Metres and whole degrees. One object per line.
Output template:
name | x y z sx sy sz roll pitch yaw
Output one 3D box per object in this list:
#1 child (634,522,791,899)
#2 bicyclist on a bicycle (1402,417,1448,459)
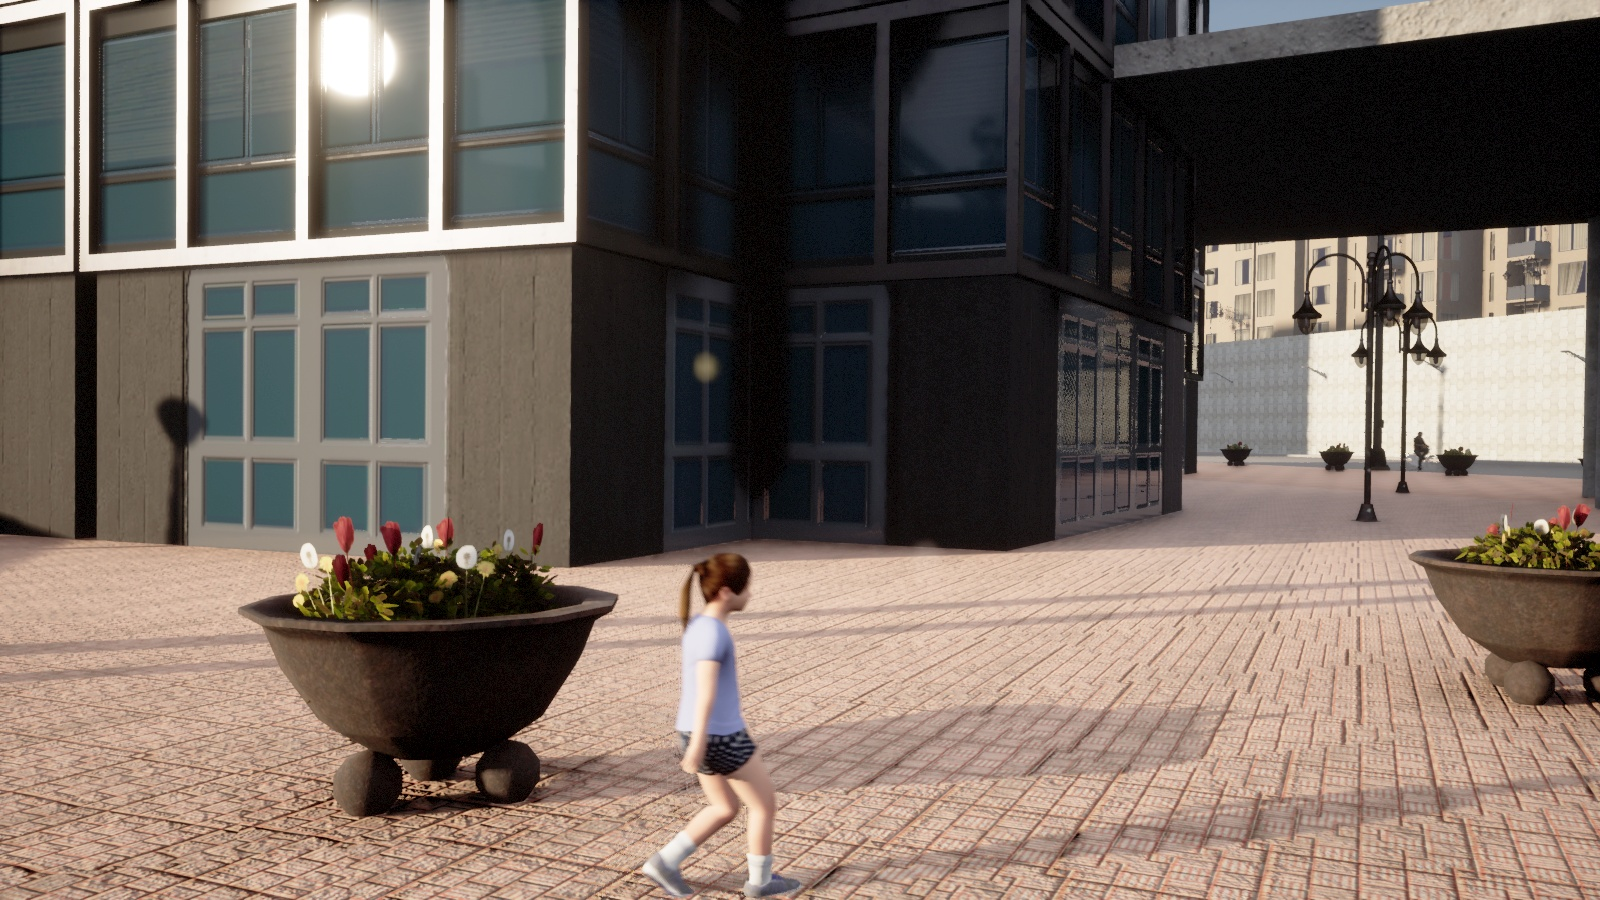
child | -0.261 0.785 3.734 0.394 1.110 0.255 -1 1 -21
bicyclist on a bicycle | 27.217 -0.515 54.702 0.659 1.776 1.843 -1 1 -20
